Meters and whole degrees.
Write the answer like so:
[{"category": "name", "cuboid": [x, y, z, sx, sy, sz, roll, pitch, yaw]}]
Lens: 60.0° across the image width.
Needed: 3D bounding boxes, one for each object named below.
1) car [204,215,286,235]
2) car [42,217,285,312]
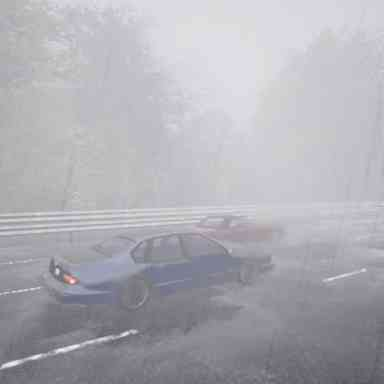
[{"category": "car", "cuboid": [1.691, 1.597, 13.555, 4.718, 1.301, 1.895, 0, 0, -35]}, {"category": "car", "cuboid": [-0.489, 1.546, 7.703, 5.357, 1.411, 2.033, 0, 0, -35]}]
